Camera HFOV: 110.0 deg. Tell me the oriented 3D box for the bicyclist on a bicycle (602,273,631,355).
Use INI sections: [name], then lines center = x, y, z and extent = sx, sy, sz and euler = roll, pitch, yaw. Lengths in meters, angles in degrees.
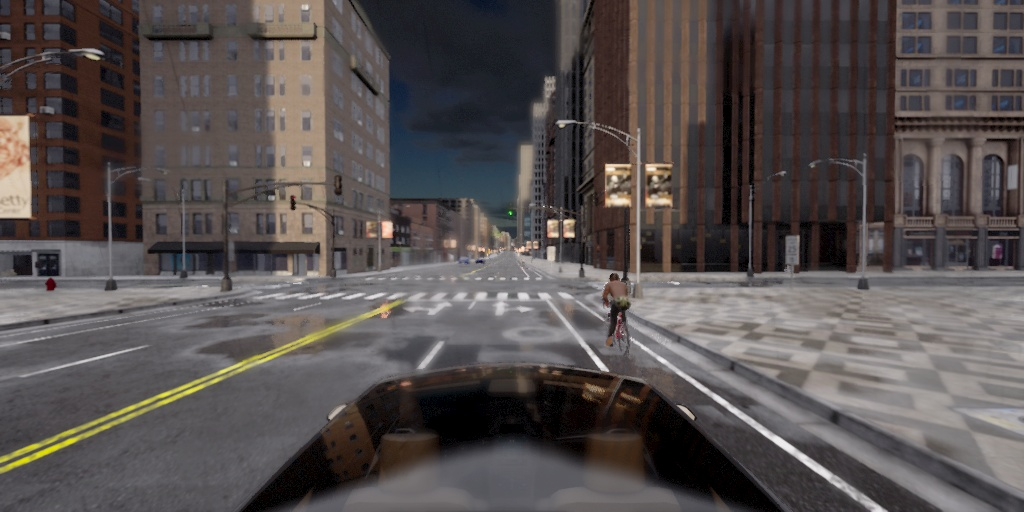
[bicyclist on a bicycle]
center = 2.250, 1.206, 7.746
extent = 0.582, 1.620, 1.656
euler = 0, 0, 0
